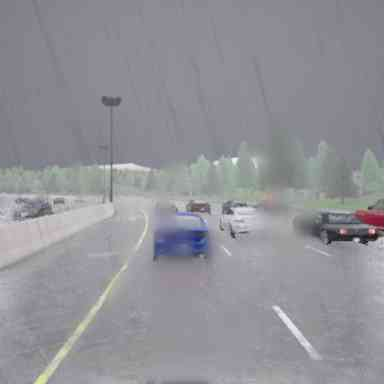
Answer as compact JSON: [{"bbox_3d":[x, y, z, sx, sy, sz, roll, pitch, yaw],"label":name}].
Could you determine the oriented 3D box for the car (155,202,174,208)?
[{"bbox_3d":[-2.495,1.627,31.429,1.895,1.301,4.718,0,0,-9],"label":"car"}]

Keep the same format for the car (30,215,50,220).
[{"bbox_3d":[-12.538,1.516,26.421,2.128,1.511,4.902,0,0,-8],"label":"car"}]

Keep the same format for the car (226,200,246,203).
[{"bbox_3d":[4.276,1.531,33.254,1.837,1.490,4.892,0,0,-9],"label":"car"}]

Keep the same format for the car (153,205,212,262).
[{"bbox_3d":[-0.399,1.488,12.315,1.882,1.535,5.008,0,0,-3],"label":"car"}]

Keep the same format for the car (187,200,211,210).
[{"bbox_3d":[0.590,1.506,34.118,1.882,1.535,5.008,0,0,-9],"label":"car"}]

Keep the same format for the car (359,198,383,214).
[{"bbox_3d":[9.903,1.233,15.653,2.150,2.045,5.566,0,0,-5],"label":"car"}]

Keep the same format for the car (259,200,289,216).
[{"bbox_3d":[7.860,1.517,32.978,2.128,1.511,4.902,0,0,-9],"label":"car"}]

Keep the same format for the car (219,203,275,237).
[{"bbox_3d":[2.685,1.540,17.917,1.812,1.442,4.674,0,0,-5],"label":"car"}]

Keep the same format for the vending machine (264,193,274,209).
[{"bbox_3d":[10.549,1.232,45.785,1.100,2.100,0.880,0,0,-12],"label":"vending machine"}]

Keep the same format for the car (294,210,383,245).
[{"bbox_3d":[6.418,1.613,15.494,1.895,1.301,4.718,0,0,-4],"label":"car"}]
